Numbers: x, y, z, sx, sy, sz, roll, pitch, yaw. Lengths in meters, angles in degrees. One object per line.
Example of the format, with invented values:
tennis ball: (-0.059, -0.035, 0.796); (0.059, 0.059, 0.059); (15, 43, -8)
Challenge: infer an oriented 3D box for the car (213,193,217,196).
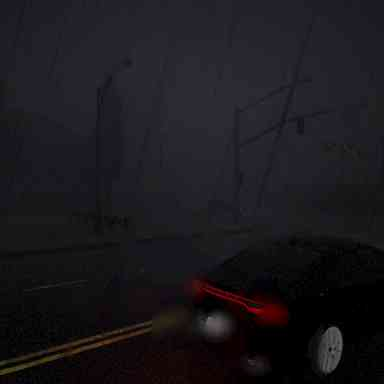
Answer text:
car: (6.022, 1.156, 71.086); (3.866, 1.878, 1.905); (0, 0, -37)

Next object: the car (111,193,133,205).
car: (-13.332, 1.227, 60.645); (2.150, 2.045, 5.566); (0, 0, -35)

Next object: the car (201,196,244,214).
car: (3.626, 1.491, 36.323); (2.128, 1.511, 4.902); (0, 0, -35)

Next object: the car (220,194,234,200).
car: (9.960, 1.395, 95.055); (3.806, 1.475, 1.970); (0, 0, -37)

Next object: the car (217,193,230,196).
car: (7.736, 1.395, 68.753); (3.806, 1.475, 1.970); (0, 0, -37)

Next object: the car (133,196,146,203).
car: (-11.706, 1.540, 70.537); (2.033, 1.411, 5.357); (0, 0, -35)

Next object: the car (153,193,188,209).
car: (-3.342, 1.223, 46.264); (2.150, 2.045, 5.566); (0, 0, -35)

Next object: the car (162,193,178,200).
car: (-5.687, 1.156, 86.834); (3.866, 1.878, 1.905); (0, 0, -37)

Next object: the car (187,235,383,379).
car: (2.241, 1.478, 5.607); (5.008, 1.535, 1.882); (0, 0, -37)

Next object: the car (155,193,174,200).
car: (-7.366, 1.153, 89.192); (4.605, 1.855, 1.932); (0, 0, -37)
